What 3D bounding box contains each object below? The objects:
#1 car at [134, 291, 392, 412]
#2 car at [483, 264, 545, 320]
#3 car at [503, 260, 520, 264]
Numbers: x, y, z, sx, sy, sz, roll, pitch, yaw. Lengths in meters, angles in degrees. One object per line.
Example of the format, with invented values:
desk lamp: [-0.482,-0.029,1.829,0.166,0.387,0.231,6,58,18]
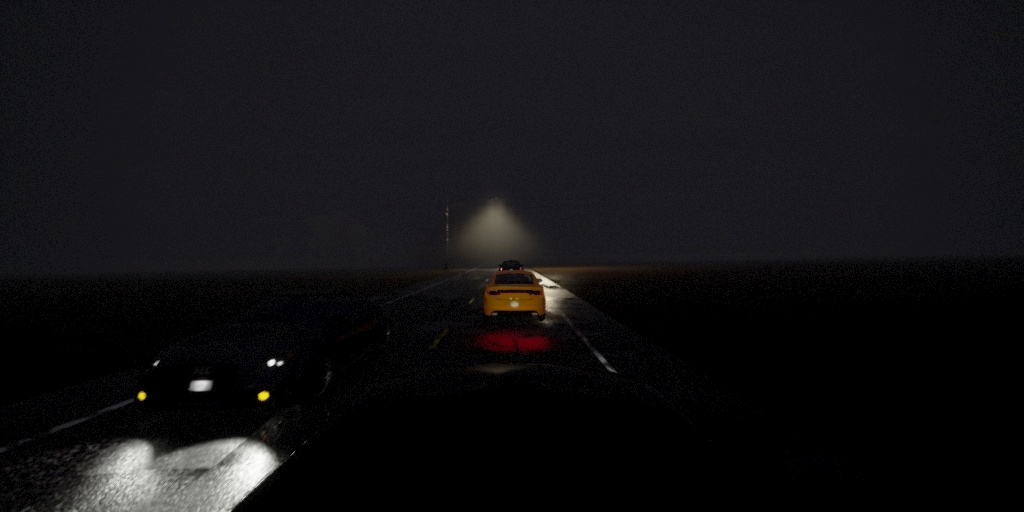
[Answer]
car: [-3.602,1.315,6.146,1.994,1.385,4.181,0,0,0]
car: [0.067,1.231,12.678,1.882,1.535,5.008,0,0,0]
car: [-0.072,1.117,30.744,2.097,1.767,4.553,0,0,-1]
